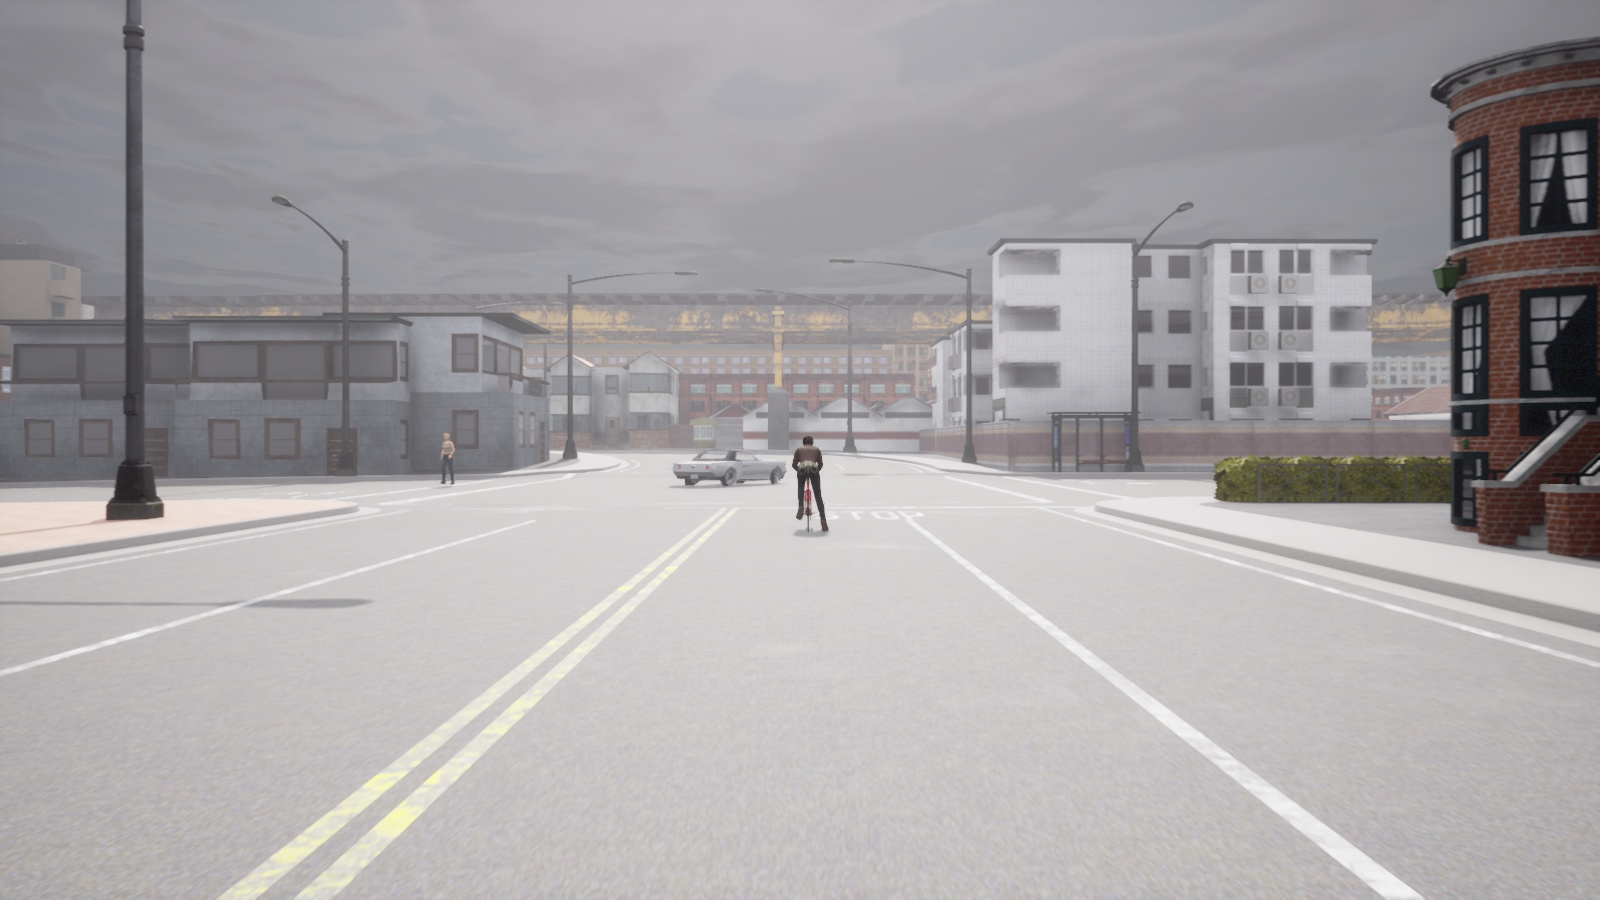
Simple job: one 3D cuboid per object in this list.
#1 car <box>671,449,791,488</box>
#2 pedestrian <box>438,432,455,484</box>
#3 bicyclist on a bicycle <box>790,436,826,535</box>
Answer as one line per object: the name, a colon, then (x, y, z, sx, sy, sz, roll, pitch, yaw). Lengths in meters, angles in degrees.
car: (-2.408, 0.620, 45.324, 1.895, 1.301, 4.718, 0, 0, 33)
pedestrian: (-12.441, 0.284, 44.201, 0.345, 1.836, 0.594, 0, 0, 15)
bicyclist on a bicycle: (0.138, 0.579, 21.336, 0.582, 1.620, 1.656, 0, 0, 0)
